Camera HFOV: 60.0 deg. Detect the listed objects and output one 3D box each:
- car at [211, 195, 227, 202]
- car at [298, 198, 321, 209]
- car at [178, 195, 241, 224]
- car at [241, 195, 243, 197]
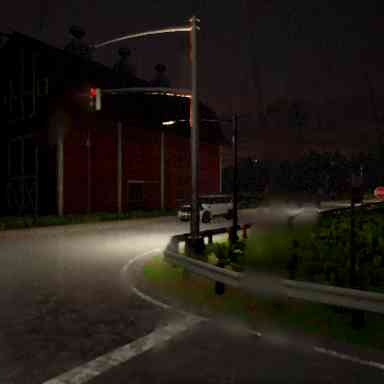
[{"bbox_3d":[6.315,1.531,78.090,1.816,1.474,4.193,0,0,36],"label":"car"},{"bbox_3d":[16.057,1.532,45.312,1.837,1.490,4.892,0,0,37],"label":"car"},{"bbox_3d":[1.248,1.247,25.551,2.150,2.045,5.566,0,0,37],"label":"car"},{"bbox_3d":[12.919,1.546,89.195,1.784,1.438,3.905,0,0,36],"label":"car"}]
